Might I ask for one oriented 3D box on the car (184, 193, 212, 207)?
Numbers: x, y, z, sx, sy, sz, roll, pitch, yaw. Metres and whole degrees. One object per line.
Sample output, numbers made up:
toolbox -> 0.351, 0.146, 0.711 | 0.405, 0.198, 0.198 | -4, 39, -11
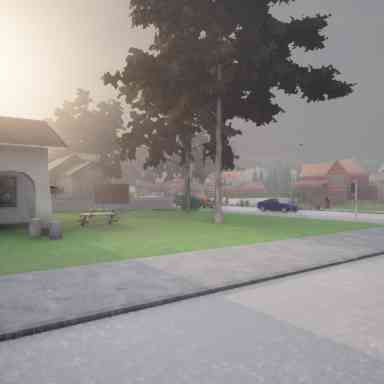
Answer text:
car -> 0.775, 1.219, 49.134 | 2.150, 2.045, 5.566 | 0, 0, -35

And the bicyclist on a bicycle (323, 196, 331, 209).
bicyclist on a bicycle -> 16.740, 1.349, 41.287 | 1.656, 1.620, 0.582 | 0, 0, -36

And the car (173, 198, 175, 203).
car -> -2.205, 1.547, 60.466 | 2.033, 1.411, 5.357 | 0, 0, -35

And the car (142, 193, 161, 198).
car -> -8.411, 1.221, 69.103 | 2.150, 2.045, 5.566 | 0, 0, -36

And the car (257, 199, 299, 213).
car -> 9.525, 1.478, 36.938 | 1.882, 1.535, 5.008 | 0, 0, -36
